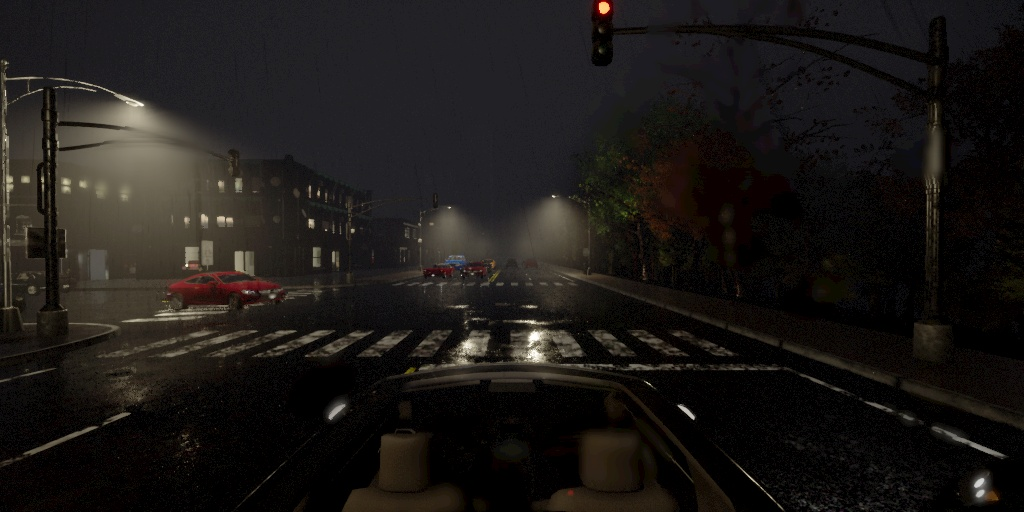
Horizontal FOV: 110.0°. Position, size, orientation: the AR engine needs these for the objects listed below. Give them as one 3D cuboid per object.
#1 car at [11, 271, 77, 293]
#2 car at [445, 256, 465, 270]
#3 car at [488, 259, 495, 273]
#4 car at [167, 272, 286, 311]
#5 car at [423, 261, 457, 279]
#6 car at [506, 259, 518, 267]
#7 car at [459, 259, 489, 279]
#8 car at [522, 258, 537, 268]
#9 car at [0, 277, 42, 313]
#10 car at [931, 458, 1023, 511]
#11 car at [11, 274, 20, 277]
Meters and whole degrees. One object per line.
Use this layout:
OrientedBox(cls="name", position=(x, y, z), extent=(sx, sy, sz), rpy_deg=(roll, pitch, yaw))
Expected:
OrientedBox(cls="car", position=(-28.323, 1.560, 21.034), extent=(4.403, 1.370, 2.007), rpy_deg=(0, 0, 0))
OrientedBox(cls="car", position=(-6.678, 0.958, 42.791), extent=(2.150, 2.045, 5.566), rpy_deg=(0, 0, 0))
OrientedBox(cls="car", position=(-3.425, 1.241, 43.174), extent=(1.837, 1.490, 4.892), rpy_deg=(0, 0, 0))
OrientedBox(cls="car", position=(-11.477, 1.365, 14.395), extent=(4.674, 1.442, 1.812), rpy_deg=(-2, 0, 15))
OrientedBox(cls="car", position=(-6.662, 1.341, 32.886), extent=(1.895, 1.301, 4.718), rpy_deg=(0, 0, 2))
OrientedBox(cls="car", position=(-0.038, 1.232, 63.209), extent=(1.837, 1.490, 4.892), rpy_deg=(0, 0, 0))
OrientedBox(cls="car", position=(-3.412, 1.266, 33.107), extent=(1.812, 1.442, 4.674), rpy_deg=(0, 0, 0))
OrientedBox(cls="car", position=(3.217, 1.206, 60.519), extent=(1.882, 1.535, 5.008), rpy_deg=(0, 0, 0))
OrientedBox(cls="car", position=(-19.971, 1.565, 12.541), extent=(4.313, 1.339, 1.948), rpy_deg=(0, 0, 0))
OrientedBox(cls="car", position=(3.356, 1.314, 0.228), extent=(1.994, 1.385, 4.181), rpy_deg=(0, 0, 0))
OrientedBox(cls="car", position=(-24.680, 1.627, 15.243), extent=(4.718, 1.301, 1.895), rpy_deg=(-1, 1, 0))
